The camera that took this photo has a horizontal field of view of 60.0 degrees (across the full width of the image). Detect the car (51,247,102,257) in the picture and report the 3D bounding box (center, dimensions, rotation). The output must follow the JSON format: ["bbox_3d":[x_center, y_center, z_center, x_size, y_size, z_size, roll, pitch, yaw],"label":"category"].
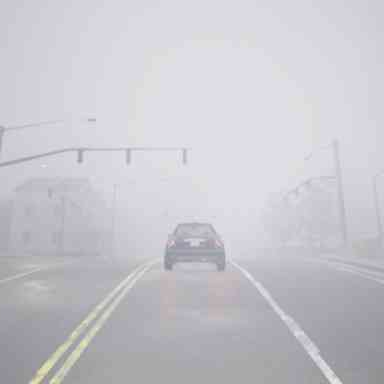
[{"bbox_3d":[-11.584,6.211,33.188,4.718,1.301,1.895,-5,-13,6],"label":"car"}]

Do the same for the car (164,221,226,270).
[{"bbox_3d":[0.099,2.020,13.144,2.097,1.767,4.553,0,-8,0],"label":"car"}]
